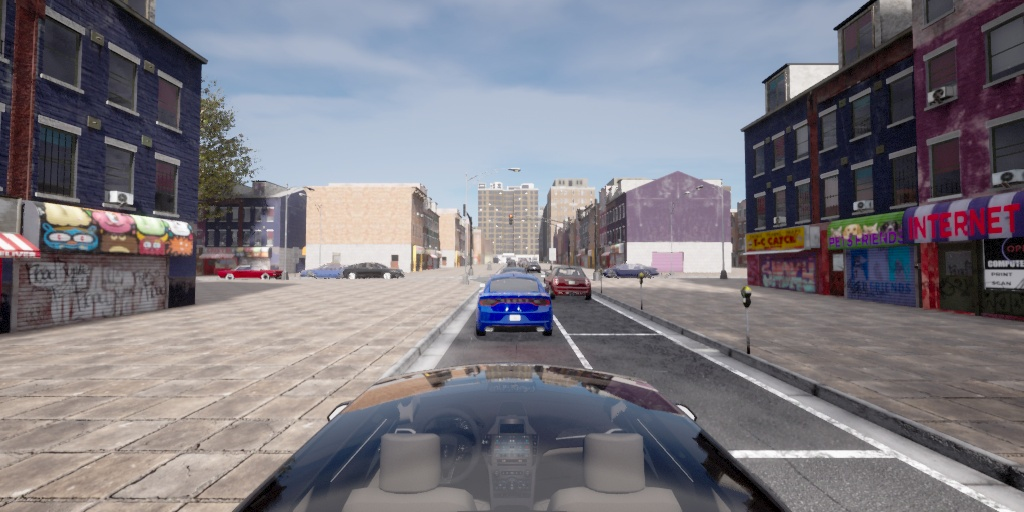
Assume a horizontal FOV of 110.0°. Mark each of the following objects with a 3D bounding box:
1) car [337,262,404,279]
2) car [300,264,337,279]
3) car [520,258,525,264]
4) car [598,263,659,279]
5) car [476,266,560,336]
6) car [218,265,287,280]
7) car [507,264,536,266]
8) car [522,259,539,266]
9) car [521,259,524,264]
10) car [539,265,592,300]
[{"bbox_3d":[-11.519,1.272,29.903,4.892,1.490,1.837,0,-2,2],"label":"car"},{"bbox_3d":[-16.338,1.440,32.871,5.357,1.411,2.033,0,-2,0],"label":"car"},{"bbox_3d":[2.612,1.451,55.636,1.751,1.417,4.829,0,0,0],"label":"car"},{"bbox_3d":[10.518,1.366,32.712,5.357,1.411,2.033,0,-2,0],"label":"car"},{"bbox_3d":[0.036,1.234,10.497,1.882,1.535,5.008,0,0,-1],"label":"car"},{"bbox_3d":[-21.517,1.439,29.947,4.718,1.301,1.895,-1,-2,0],"label":"car"},{"bbox_3d":[0.092,1.293,18.049,1.812,1.442,4.674,0,0,0],"label":"car"},{"bbox_3d":[2.617,1.422,44.594,1.948,1.339,4.313,0,0,0],"label":"car"},{"bbox_3d":[2.614,1.454,50.030,1.948,1.339,4.313,0,0,0],"label":"car"},{"bbox_3d":[2.628,1.207,17.850,1.967,1.591,4.097,0,0,0],"label":"car"}]
